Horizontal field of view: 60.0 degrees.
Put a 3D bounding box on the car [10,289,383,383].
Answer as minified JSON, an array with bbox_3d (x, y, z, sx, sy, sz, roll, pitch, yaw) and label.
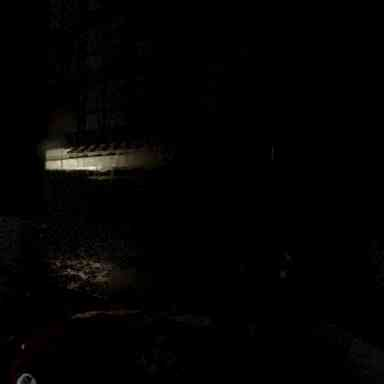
[{"bbox_3d":[0.136,1.562,2.861,4.206,1.307,1.802,1,1,35],"label":"car"}]
